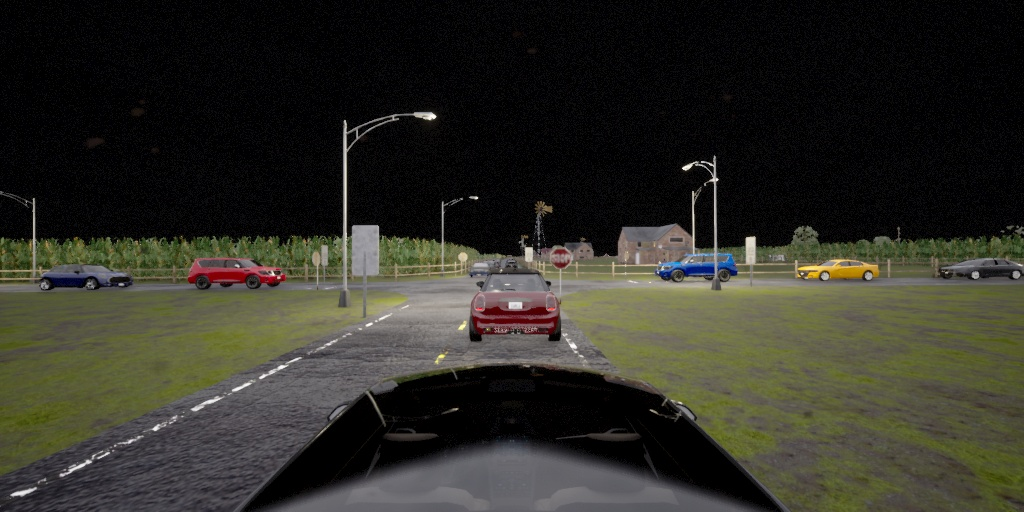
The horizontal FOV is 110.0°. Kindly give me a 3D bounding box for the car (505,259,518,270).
[{"bbox_3d":[-0.081,1.296,55.889,1.837,1.490,4.892,0,0,0],"label":"car"}]

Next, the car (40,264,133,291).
[{"bbox_3d":[-28.519,1.350,24.149,4.553,1.767,2.097,0,0,1],"label":"car"}]

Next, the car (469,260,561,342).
[{"bbox_3d":[0.058,1.103,9.982,2.097,1.767,4.553,0,0,-1],"label":"car"}]

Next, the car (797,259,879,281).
[{"bbox_3d":[23.871,1.014,26.377,5.008,1.535,1.882,-1,0,1],"label":"car"}]

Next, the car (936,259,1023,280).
[{"bbox_3d":[34.233,0.949,26.230,4.892,1.490,1.837,-1,0,0],"label":"car"}]

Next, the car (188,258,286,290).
[{"bbox_3d":[-18.350,1.127,24.010,5.566,2.045,2.150,-1,0,1],"label":"car"}]

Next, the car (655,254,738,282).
[{"bbox_3d":[13.564,0.851,26.519,5.566,2.045,2.150,-1,0,0],"label":"car"}]
